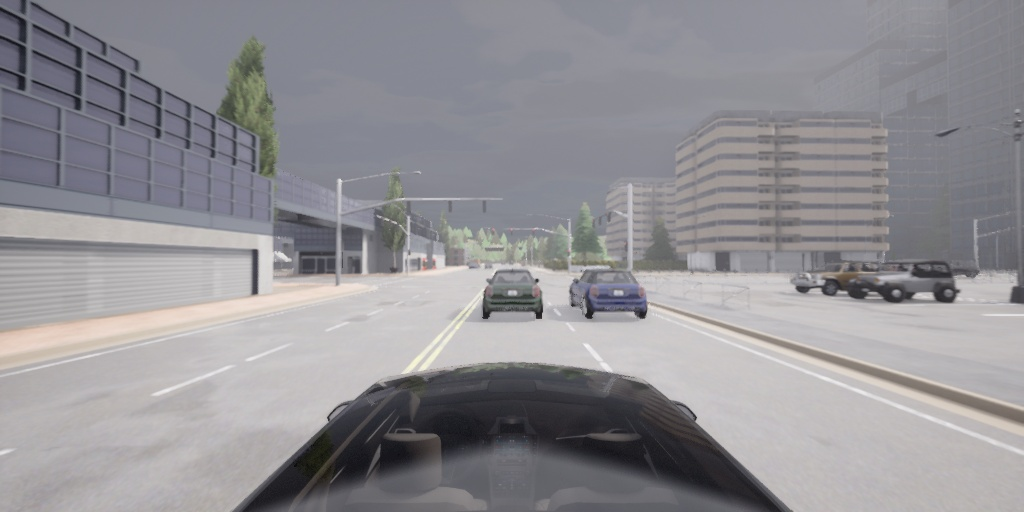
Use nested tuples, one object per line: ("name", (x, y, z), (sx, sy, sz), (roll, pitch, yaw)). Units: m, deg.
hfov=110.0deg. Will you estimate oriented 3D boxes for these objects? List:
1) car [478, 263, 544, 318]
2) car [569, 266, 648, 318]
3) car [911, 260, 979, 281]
("car", (0.027, 1.269, 13.975), (2.097, 1.767, 4.553), (0, -1, 0))
("car", (3.527, 1.269, 13.978), (2.097, 1.767, 4.553), (0, -1, 0))
("car", (50.095, 1.499, 41.258), (5.566, 2.045, 2.150), (0, -1, -2))
